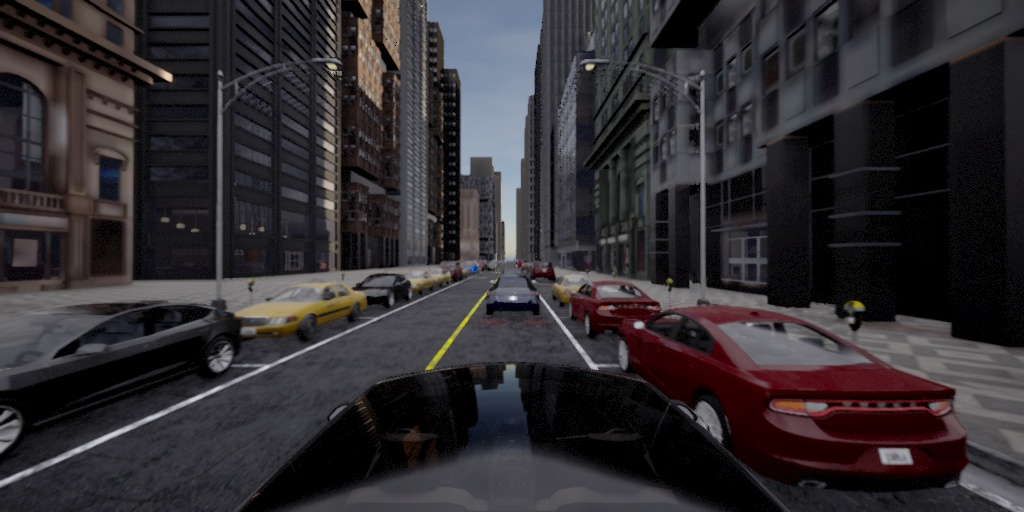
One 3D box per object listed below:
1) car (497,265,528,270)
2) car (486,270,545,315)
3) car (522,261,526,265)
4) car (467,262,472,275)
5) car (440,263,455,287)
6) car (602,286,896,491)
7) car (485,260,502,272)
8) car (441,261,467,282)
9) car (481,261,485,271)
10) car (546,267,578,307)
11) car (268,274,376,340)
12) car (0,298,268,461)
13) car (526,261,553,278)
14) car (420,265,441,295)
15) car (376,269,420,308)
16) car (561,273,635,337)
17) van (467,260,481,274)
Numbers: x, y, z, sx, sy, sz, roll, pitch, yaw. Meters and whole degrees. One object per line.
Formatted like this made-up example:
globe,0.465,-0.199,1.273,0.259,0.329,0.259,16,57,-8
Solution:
car,0.040,1.611,28.621,1.895,1.301,4.718,0,-1,1
car,0.048,1.436,14.321,1.994,1.385,4.181,0,0,0
car,2.765,1.776,49.926,2.007,1.370,4.403,0,0,0
car,-5.761,1.636,38.469,1.751,1.417,4.829,0,0,0
car,-5.762,1.524,27.188,1.751,1.417,4.829,0,0,0
car,2.762,1.324,4.805,1.888,1.381,4.507,0,0,0
car,-3.058,1.821,58.642,1.837,1.490,4.892,0,-1,0
car,-5.761,1.369,32.999,2.192,1.841,5.009,0,0,0
car,-5.760,1.835,55.560,2.007,1.370,4.403,0,0,0
car,2.763,1.413,16.255,1.751,1.417,4.829,0,0,0
car,-5.762,1.359,10.267,1.751,1.417,4.829,0,0,0
car,-5.763,1.345,4.797,1.948,1.339,4.313,0,0,0
car,2.764,1.369,33.006,2.192,1.841,5.009,0,0,0
car,-5.762,1.468,21.548,1.751,1.417,4.829,0,0,0
car,-5.762,1.454,16.078,1.948,1.339,4.313,0,0,0
car,2.763,1.378,10.445,1.888,1.381,4.507,0,0,0
van,-5.760,1.567,49.920,1.690,1.789,3.998,0,0,0
